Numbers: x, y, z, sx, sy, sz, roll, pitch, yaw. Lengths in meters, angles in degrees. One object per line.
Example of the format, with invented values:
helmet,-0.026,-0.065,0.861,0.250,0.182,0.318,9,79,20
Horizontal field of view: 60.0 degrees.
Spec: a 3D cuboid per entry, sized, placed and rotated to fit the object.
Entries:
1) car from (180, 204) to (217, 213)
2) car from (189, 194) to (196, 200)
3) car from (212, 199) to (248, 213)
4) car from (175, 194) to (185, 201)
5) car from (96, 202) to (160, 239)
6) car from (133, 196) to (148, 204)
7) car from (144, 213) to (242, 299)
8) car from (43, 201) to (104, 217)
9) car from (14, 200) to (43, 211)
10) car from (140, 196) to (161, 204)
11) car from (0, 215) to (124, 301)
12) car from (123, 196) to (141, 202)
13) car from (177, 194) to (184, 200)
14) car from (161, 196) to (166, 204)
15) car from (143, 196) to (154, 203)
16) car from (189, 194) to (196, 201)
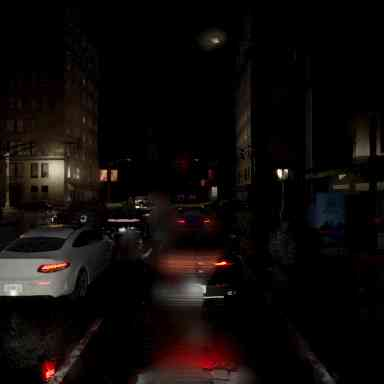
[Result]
car,0.100,1.533,17.548,1.812,1.442,4.674,0,0,0
car,0.097,1.382,93.207,2.033,1.411,5.357,0,0,0
car,3.447,1.660,36.882,4.718,1.301,1.895,0,-1,0
car,-3.164,1.536,82.792,2.128,1.511,4.902,0,0,0
car,-3.134,1.499,17.446,2.128,1.511,4.902,0,0,0
car,-9.732,1.512,63.508,2.128,1.511,4.902,0,0,1
car,0.101,1.508,8.431,1.837,1.490,4.892,0,0,0
car,-6.193,1.361,19.005,2.097,1.767,4.553,0,0,5
car,-19.086,1.590,40.068,4.181,1.385,1.994,0,-1,0
car,-6.535,1.525,52.922,1.837,1.490,4.892,0,0,0
car,-3.148,1.529,8.180,1.812,1.442,4.674,0,0,0
car,-9.780,1.525,53.379,1.837,1.490,4.892,0,0,0
car,-3.153,1.320,93.211,1.882,1.535,5.008,0,0,0
car,-6.498,1.547,61.946,1.812,1.442,4.674,0,0,1
car,-9.674,1.546,73.722,1.812,1.442,4.674,0,0,0
car,0.087,1.606,83.235,1.895,1.301,4.718,0,0,0
